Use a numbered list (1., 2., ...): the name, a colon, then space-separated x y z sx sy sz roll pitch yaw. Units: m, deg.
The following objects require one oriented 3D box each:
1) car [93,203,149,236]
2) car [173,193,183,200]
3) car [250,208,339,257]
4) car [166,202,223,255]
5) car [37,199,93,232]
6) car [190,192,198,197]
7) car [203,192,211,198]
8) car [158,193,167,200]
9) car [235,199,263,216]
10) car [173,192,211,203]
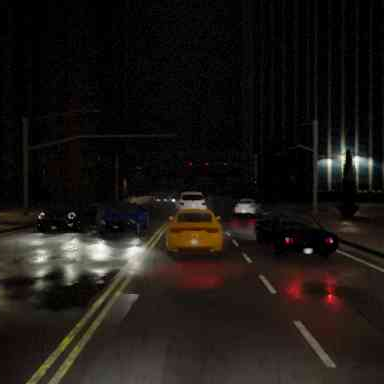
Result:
1. car: -3.469 1.336 17.733 1.882 1.535 5.008 0 0 1
2. car: -3.145 0.998 75.173 1.895 1.301 4.718 0 0 0
3. car: 3.599 1.501 12.420 1.895 1.301 4.718 0 0 1
4. car: 0.104 1.375 12.853 1.882 1.535 5.008 0 1 1
5. car: -6.953 1.199 19.022 2.097 1.767 4.553 0 1 1
6. car: 0.407 0.682 86.225 1.994 1.385 4.181 0 0 0
7. car: 3.904 0.748 85.669 1.837 1.490 4.892 0 0 0
8. car: -6.645 0.880 75.218 1.882 1.535 5.008 0 0 0
9. car: 4.884 1.298 28.519 1.812 1.442 4.674 0 1 20
10. car: -0.246 1.009 26.816 2.150 2.045 5.566 0 1 -7
